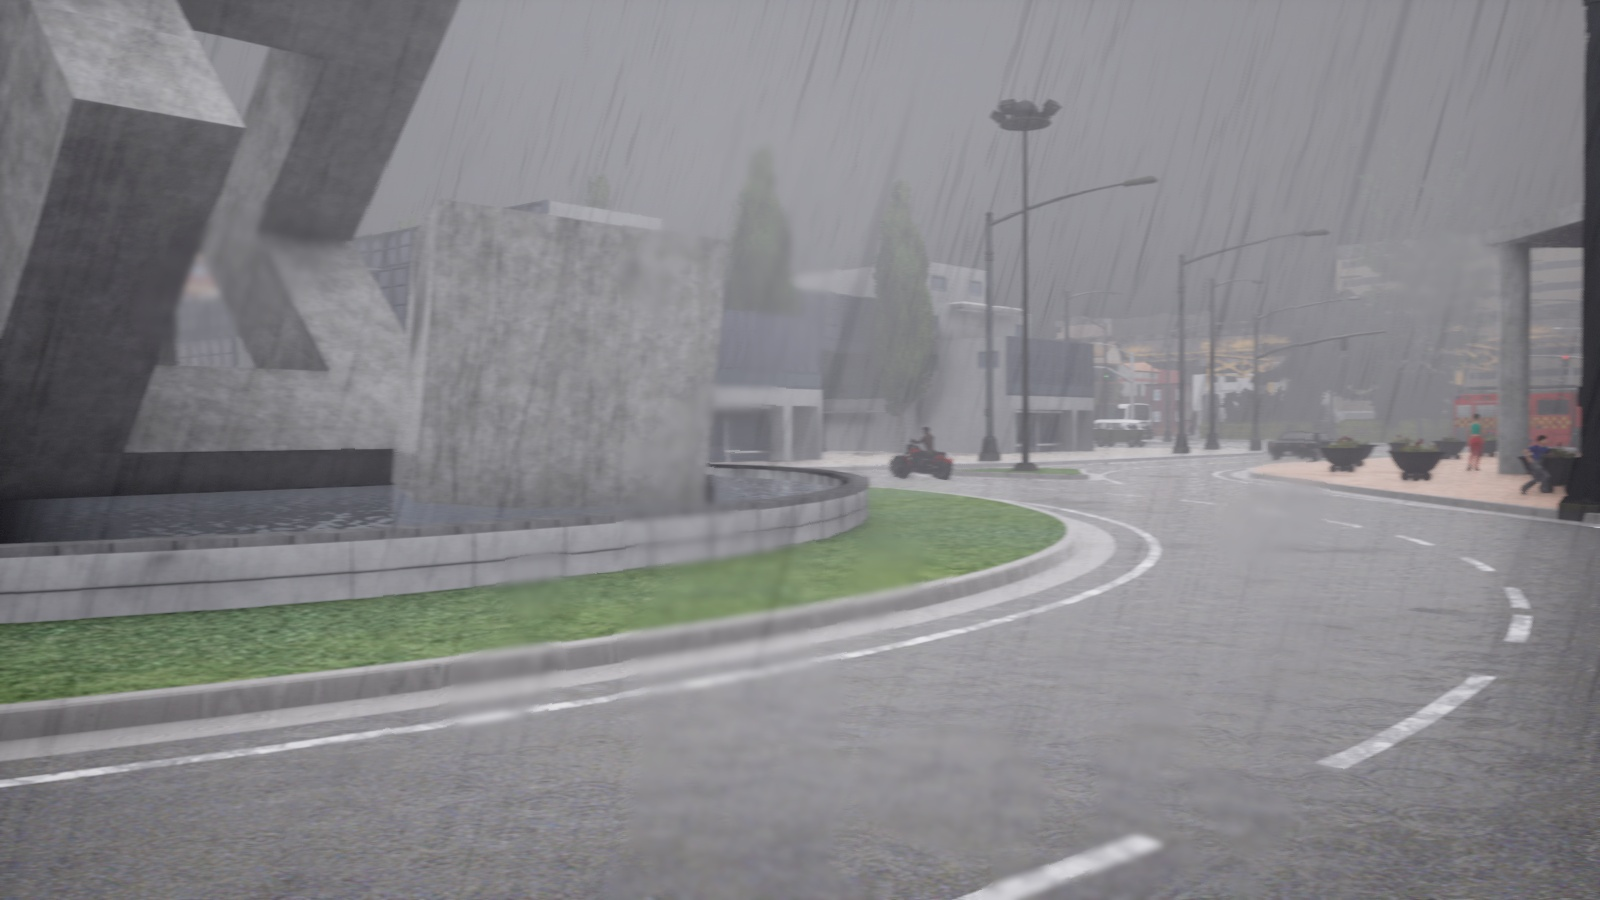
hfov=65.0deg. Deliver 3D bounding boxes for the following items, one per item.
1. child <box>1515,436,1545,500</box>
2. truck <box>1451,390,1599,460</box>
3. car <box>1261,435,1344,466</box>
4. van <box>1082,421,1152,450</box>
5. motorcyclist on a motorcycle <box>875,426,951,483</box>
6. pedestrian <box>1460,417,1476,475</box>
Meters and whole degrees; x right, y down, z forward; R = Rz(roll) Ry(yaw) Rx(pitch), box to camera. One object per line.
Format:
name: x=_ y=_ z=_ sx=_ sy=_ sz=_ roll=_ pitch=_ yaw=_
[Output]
child: x=14.594 y=0.362 z=25.111 sx=0.270 sy=1.263 sz=0.437 roll=-1 pitch=1 yaw=-37
truck: x=41.921 y=-1.430 z=71.144 sx=8.468 sy=3.827 sz=2.891 roll=1 pitch=2 yaw=42
car: x=22.359 y=0.009 z=55.780 sx=1.895 sy=1.301 sz=4.718 roll=1 pitch=1 yaw=42
van: x=23.306 y=-1.062 z=92.388 sx=4.480 sy=2.038 sz=2.069 roll=1 pitch=2 yaw=42
motorcyclist on a motorcycle: x=3.397 y=0.118 z=37.779 sx=0.766 sy=1.649 sz=2.350 roll=-1 pitch=2 yaw=-44
pedestrian: x=21.075 y=-0.132 z=39.601 sx=0.345 sy=1.836 sz=0.594 roll=1 pitch=1 yaw=36
